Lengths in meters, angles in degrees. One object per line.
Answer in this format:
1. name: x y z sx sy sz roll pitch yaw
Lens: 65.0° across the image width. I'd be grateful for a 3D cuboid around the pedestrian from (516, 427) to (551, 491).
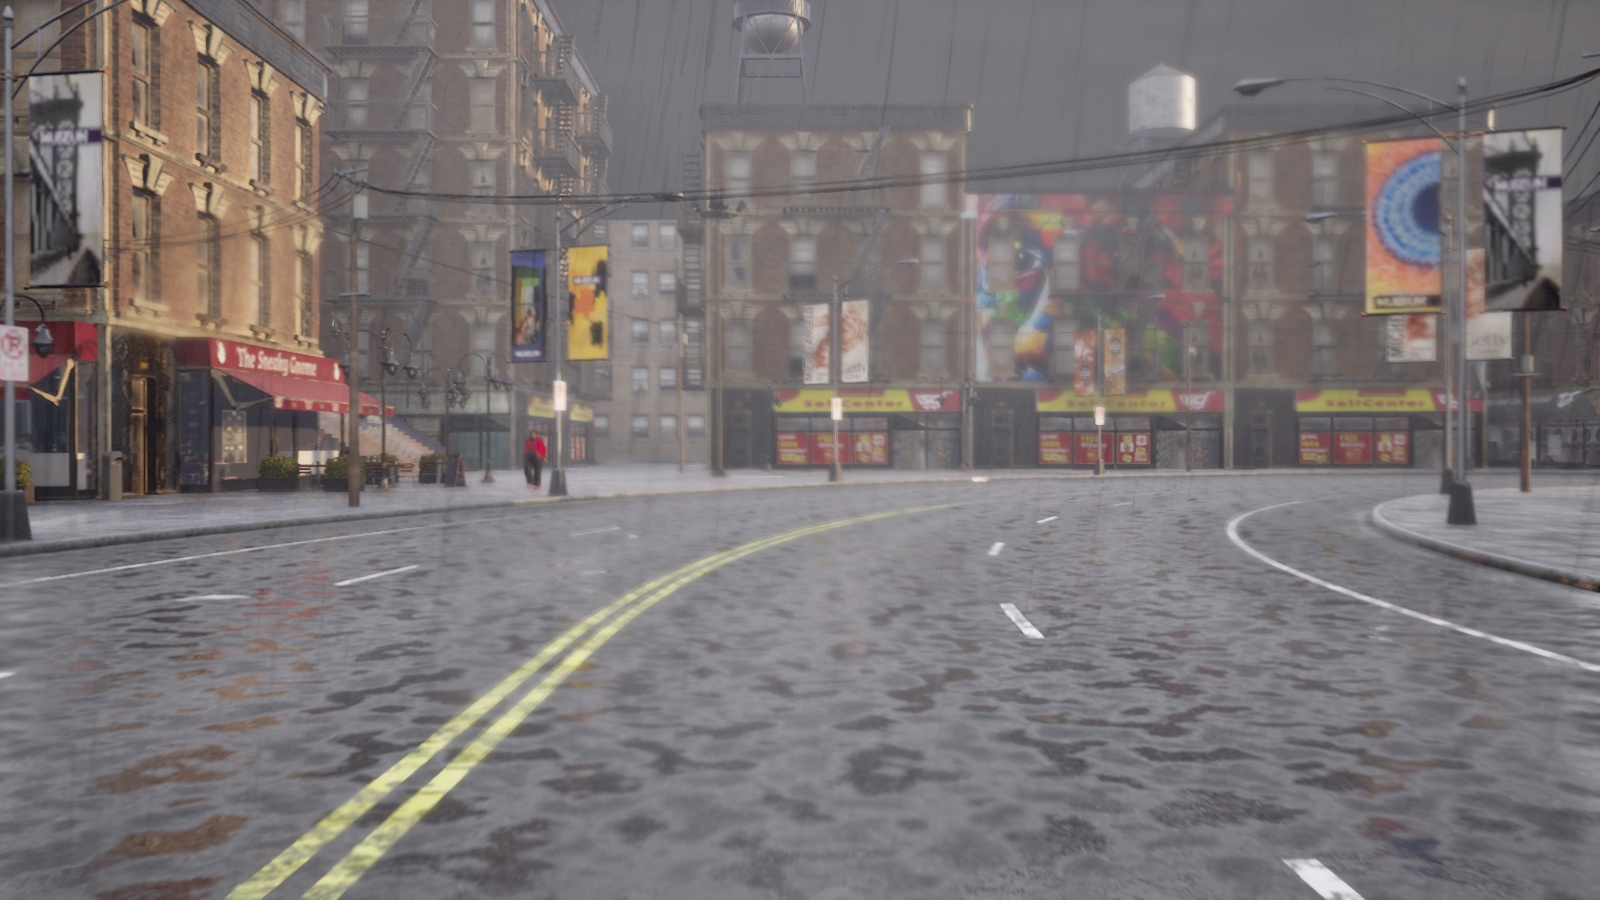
1. pedestrian: -7.807 0.250 36.771 0.634 1.844 0.899 0 0 17
